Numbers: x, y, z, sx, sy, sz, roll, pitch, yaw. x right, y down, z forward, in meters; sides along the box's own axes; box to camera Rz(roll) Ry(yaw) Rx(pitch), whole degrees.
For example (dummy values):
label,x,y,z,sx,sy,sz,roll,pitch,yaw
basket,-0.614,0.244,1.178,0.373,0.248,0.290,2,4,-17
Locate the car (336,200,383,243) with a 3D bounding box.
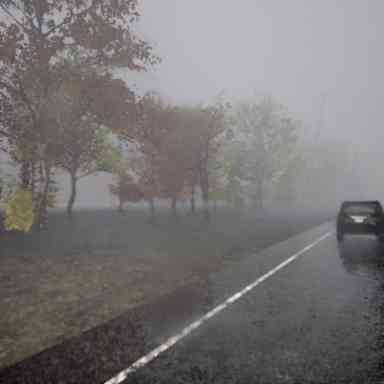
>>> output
label,x,y,z,sx,sy,sz,roll,pitch,yaw
car,9.053,1.414,17.678,2.150,2.045,5.566,-1,-1,30
